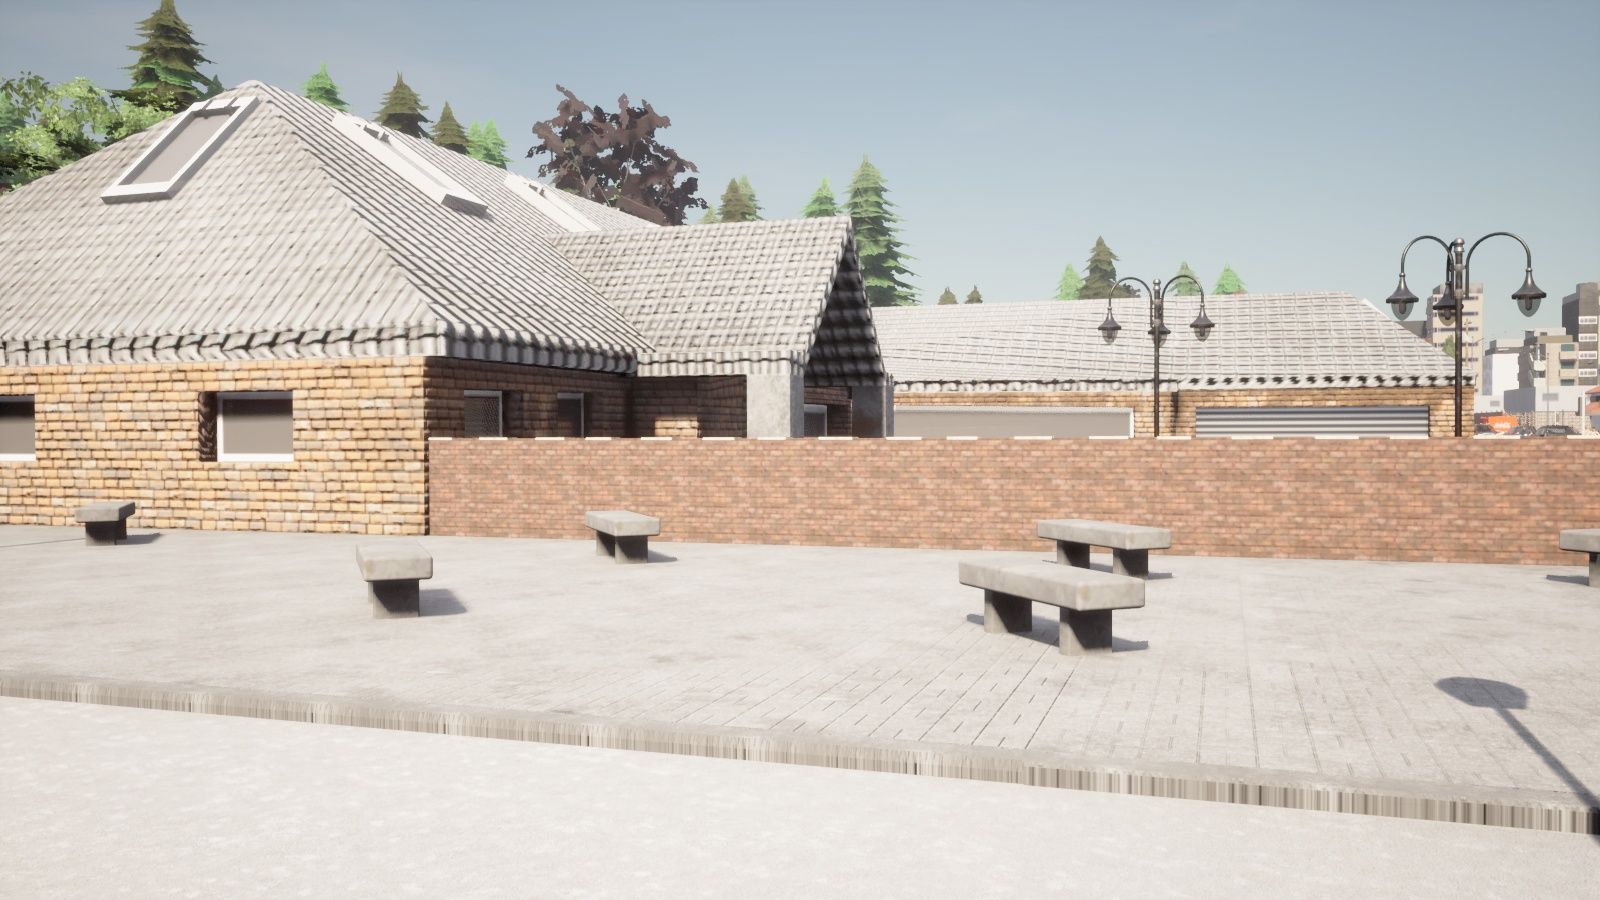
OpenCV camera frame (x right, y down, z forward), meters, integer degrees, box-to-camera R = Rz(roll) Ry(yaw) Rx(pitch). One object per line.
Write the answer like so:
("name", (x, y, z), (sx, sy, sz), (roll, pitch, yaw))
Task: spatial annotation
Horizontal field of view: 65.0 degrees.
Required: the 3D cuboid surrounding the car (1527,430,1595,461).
("car", (42.318, -0.290, 69.938), (2.242, 1.667, 4.611), (1, 1, 19))
